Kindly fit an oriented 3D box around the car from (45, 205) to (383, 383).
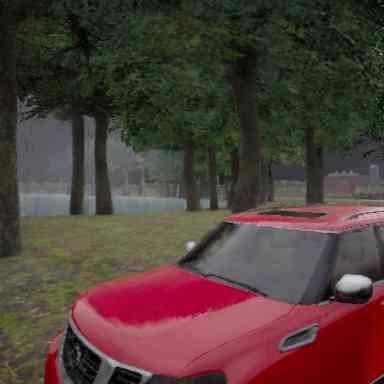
[{"bbox_3d":[1.305,1.223,4.002,5.566,2.045,2.150,0,0,-35],"label":"car"}]
